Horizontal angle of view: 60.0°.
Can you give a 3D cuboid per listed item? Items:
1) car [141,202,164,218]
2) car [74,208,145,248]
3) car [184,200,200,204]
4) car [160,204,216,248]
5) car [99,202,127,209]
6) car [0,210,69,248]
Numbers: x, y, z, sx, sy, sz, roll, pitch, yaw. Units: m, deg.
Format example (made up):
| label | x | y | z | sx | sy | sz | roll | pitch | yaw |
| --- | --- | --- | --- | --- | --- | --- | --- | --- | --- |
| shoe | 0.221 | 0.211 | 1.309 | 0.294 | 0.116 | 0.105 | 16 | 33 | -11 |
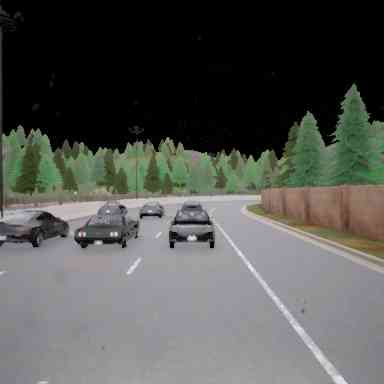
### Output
| label | x | y | z | sx | sy | sz | roll | pitch | yaw |
| --- | --- | --- | --- | --- | --- | --- | --- | --- | --- |
| car | -3.500 | 1.570 | 29.650 | 1.994 | 1.385 | 4.181 | 0 | 0 | 0 |
| car | -3.500 | 1.613 | 14.680 | 1.895 | 1.301 | 4.718 | 0 | 0 | 0 |
| car | 0.000 | 1.514 | 29.650 | 1.837 | 1.490 | 4.892 | 0 | 0 | 0 |
| car | 0.000 | 1.492 | 14.650 | 2.128 | 1.511 | 4.902 | 0 | 0 | 0 |
| car | -7.000 | 1.570 | 29.650 | 1.994 | 1.385 | 4.181 | 0 | 0 | 0 |
| car | -7.000 | 1.530 | 14.650 | 1.812 | 1.442 | 4.674 | 0 | 0 | 0 |
